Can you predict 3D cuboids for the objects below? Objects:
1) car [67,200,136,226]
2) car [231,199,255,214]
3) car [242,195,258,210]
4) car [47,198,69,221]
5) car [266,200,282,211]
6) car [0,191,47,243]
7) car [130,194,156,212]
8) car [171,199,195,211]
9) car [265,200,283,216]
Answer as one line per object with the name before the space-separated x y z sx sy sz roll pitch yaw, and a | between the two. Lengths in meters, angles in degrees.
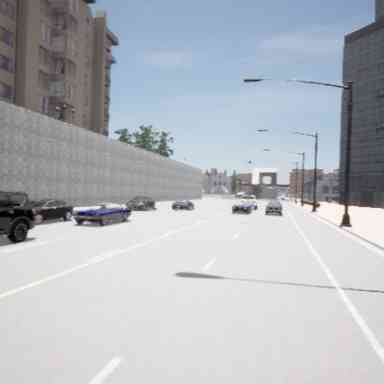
car | -5.705 1.404 21.721 1.895 1.301 4.718 2 0 14
car | 5.726 1.770 37.870 1.895 1.301 4.718 2 0 15
car | 8.394 1.475 48.561 2.150 2.045 5.566 2 0 14
car | -9.456 1.185 21.157 1.837 1.490 4.892 2 0 14
car | 11.952 1.916 48.395 2.033 1.411 5.357 2 0 14
car | -8.155 0.949 11.970 2.150 2.045 5.566 2 0 14
car | -5.565 1.153 36.475 2.097 1.767 4.553 2 0 14
car | -1.042 1.512 40.016 1.994 1.385 4.181 2 0 15
car | 9.193 1.830 37.297 2.033 1.411 5.357 2 0 15
